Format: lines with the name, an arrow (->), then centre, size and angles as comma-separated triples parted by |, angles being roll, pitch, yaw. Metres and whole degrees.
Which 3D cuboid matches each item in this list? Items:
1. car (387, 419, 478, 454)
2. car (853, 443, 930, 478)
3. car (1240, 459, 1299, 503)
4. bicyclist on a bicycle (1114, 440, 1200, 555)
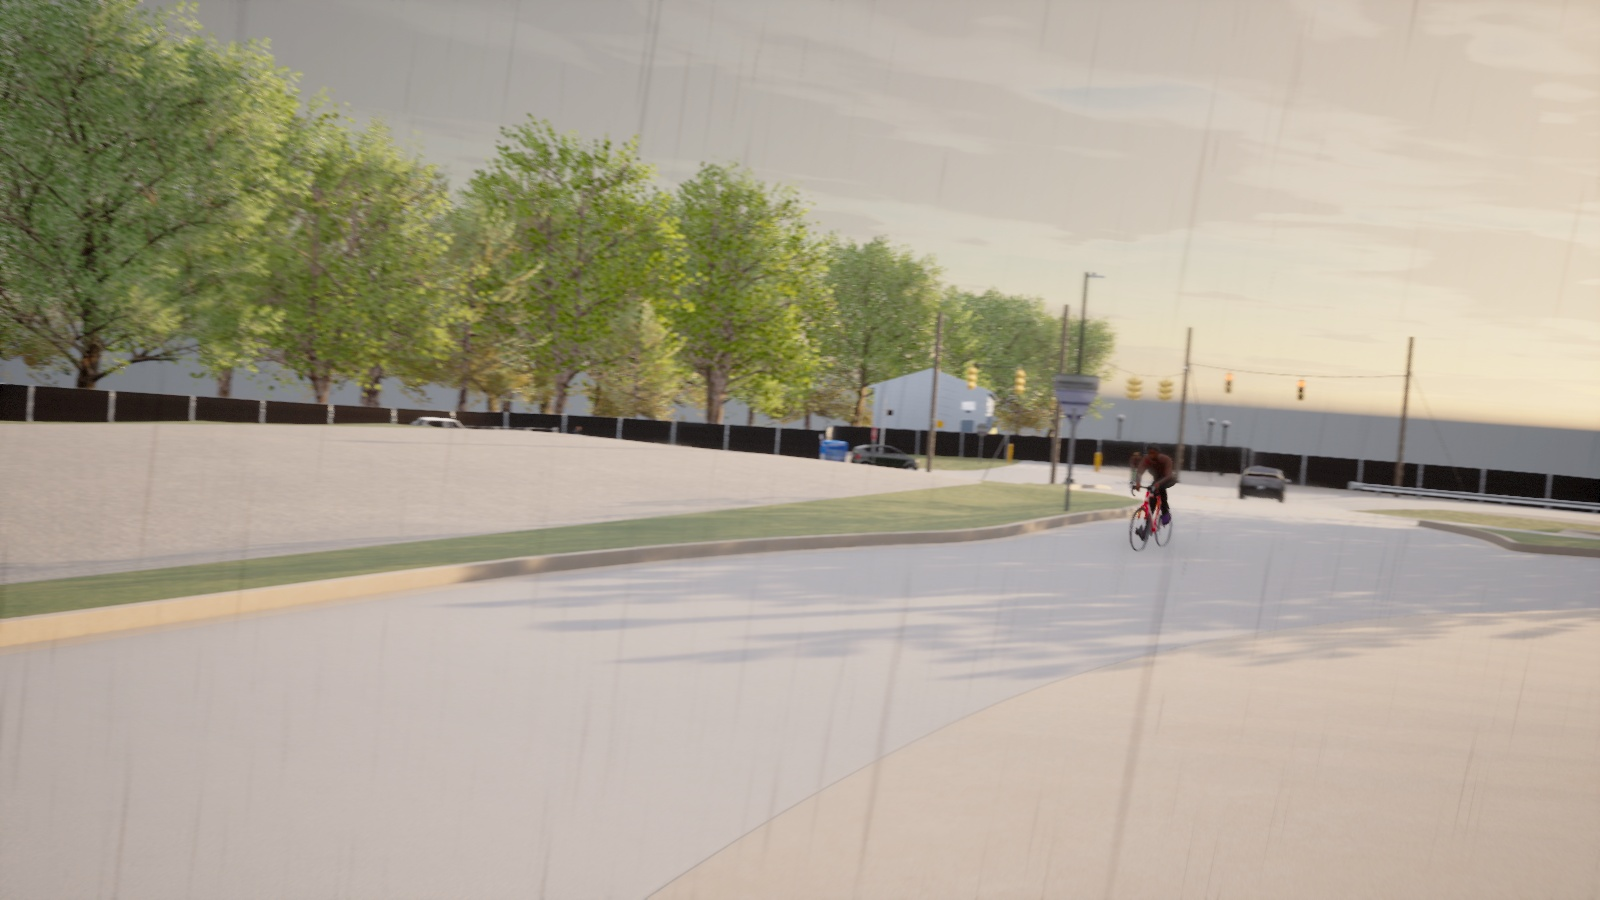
car -> -17.980, -0.660, 61.412 | 3.806, 1.475, 1.970 | 2, 4, -34
car -> 4.944, 0.541, 67.952 | 3.705, 1.549, 1.789 | 3, 3, -10
car -> 20.282, 1.370, 54.167 | 2.128, 1.511, 4.902 | 4, -2, 22
bicyclist on a bicycle -> 5.402, 0.680, 18.948 | 0.582, 1.620, 1.656 | 6, 4, 37
